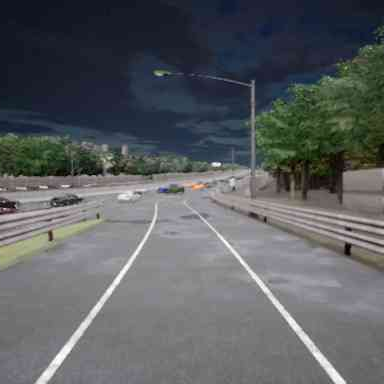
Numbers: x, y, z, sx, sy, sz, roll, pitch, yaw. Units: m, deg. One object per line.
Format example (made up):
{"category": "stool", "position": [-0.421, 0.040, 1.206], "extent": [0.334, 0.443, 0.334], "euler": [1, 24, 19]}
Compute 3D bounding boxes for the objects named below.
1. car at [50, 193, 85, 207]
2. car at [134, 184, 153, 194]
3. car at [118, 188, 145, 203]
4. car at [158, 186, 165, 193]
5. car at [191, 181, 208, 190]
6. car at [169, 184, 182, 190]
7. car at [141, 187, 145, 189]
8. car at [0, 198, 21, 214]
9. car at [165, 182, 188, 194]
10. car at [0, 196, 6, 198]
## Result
{"category": "car", "position": [-14.078, 0.921, 37.913], "extent": [1.837, 1.490, 4.892], "euler": [1, 3, 14]}
{"category": "car", "position": [-9.669, -0.384, 68.974], "extent": [1.895, 1.301, 4.718], "euler": [1, 3, 15]}
{"category": "car", "position": [-8.496, 0.608, 45.596], "extent": [1.812, 1.442, 4.674], "euler": [1, 3, 14]}
{"category": "car", "position": [-5.675, -0.569, 70.426], "extent": [1.882, 1.535, 5.008], "euler": [1, 3, 15]}
{"category": "car", "position": [1.890, -1.384, 85.773], "extent": [2.097, 1.767, 4.553], "euler": [1, 3, 14]}
{"category": "car", "position": [-4.490, -1.371, 89.084], "extent": [2.128, 1.511, 4.902], "euler": [1, 3, 14]}
{"category": "car", "position": [-9.887, 0.288, 54.207], "extent": [1.895, 1.301, 4.718], "euler": [1, 3, 14]}
{"category": "car", "position": [-14.222, 1.549, 23.139], "extent": [1.882, 1.535, 5.008], "euler": [1, 3, 14]}
{"category": "car", "position": [-3.075, -0.645, 66.504], "extent": [2.150, 2.045, 5.566], "euler": [1, 3, 15]}
{"category": "car", "position": [-19.053, 1.155, 32.561], "extent": [1.837, 1.490, 4.892], "euler": [1, 3, 14]}
